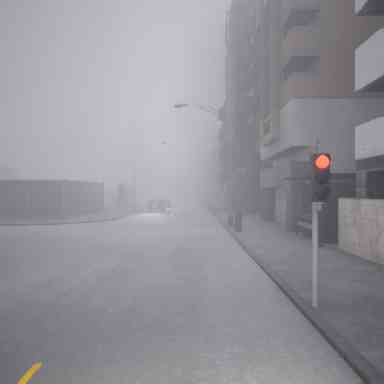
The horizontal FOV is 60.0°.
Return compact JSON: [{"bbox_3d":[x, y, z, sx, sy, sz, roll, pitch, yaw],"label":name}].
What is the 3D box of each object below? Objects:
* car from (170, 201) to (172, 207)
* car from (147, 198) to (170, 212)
[{"bbox_3d":[-4.104,1.564,49.288,1.994,1.385,4.181,0,0,0],"label":"car"},{"bbox_3d":[-4.122,1.491,39.268,2.128,1.511,4.902,0,0,0],"label":"car"}]
